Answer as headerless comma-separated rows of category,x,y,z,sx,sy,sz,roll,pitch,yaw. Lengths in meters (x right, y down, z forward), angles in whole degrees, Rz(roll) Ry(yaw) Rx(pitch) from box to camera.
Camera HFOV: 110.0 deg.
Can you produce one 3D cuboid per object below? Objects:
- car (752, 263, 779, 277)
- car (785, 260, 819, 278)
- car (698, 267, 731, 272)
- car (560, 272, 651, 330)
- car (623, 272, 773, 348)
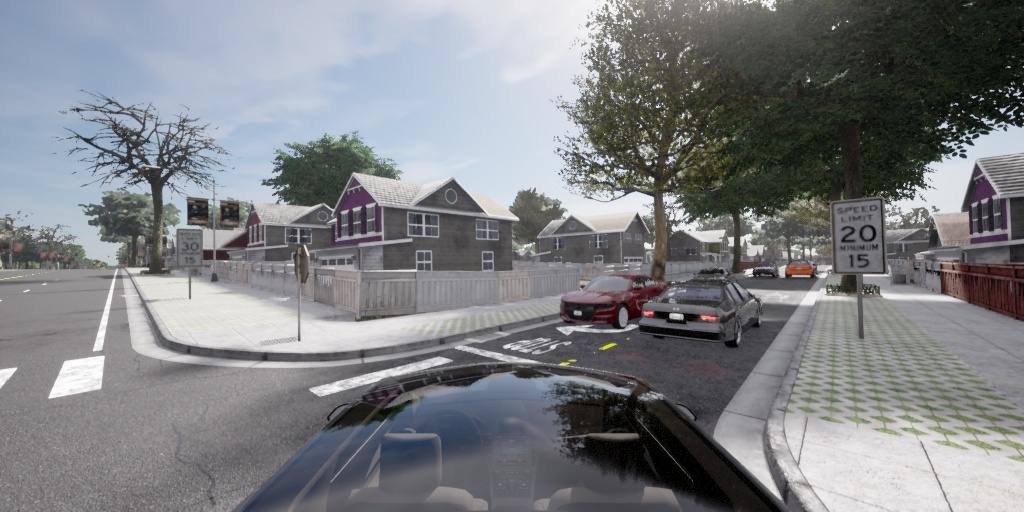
car,26.060,1.412,36.742,2.033,1.411,5.357,-2,-2,42
car,27.280,1.134,33.885,2.097,1.767,4.553,-2,-2,42
car,11.910,1.361,21.146,1.812,1.442,4.674,-2,-1,42
car,3.501,1.311,11.813,1.882,1.535,5.008,-2,-1,42
car,5.090,1.301,9.304,2.033,1.411,5.357,-2,-1,42
